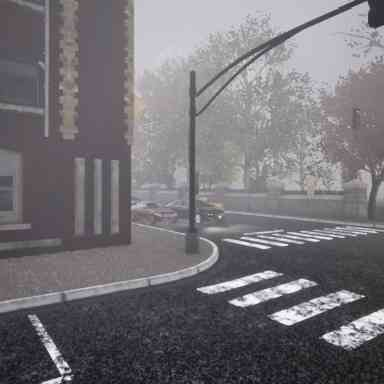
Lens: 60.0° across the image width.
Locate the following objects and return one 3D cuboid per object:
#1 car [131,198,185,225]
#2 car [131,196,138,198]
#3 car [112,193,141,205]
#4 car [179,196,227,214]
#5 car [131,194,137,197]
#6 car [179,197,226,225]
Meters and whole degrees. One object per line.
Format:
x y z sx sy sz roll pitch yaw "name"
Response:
-2.523 1.257 21.004 1.802 1.307 4.206 2 0 -36 "car"
-5.764 1.158 25.492 1.802 1.307 4.206 2 0 -36 "car"
-8.693 0.864 43.860 2.008 1.369 4.403 1 0 -36 "car"
0.934 1.129 30.532 1.752 1.417 4.829 1 0 -36 "car"
-5.705 1.029 29.816 1.837 1.490 4.892 0 1 -36 "car"
0.145 1.207 21.668 1.837 1.490 4.892 0 1 -39 "car"
